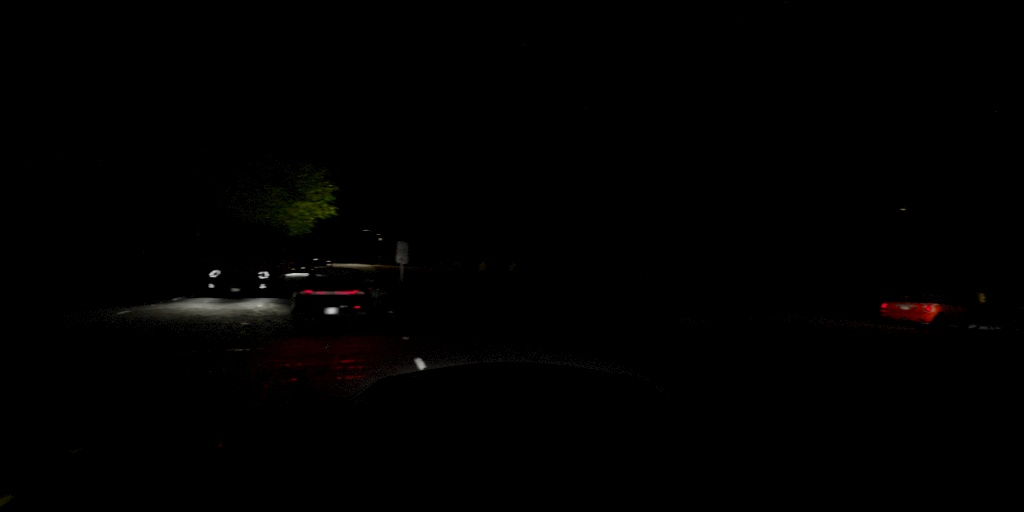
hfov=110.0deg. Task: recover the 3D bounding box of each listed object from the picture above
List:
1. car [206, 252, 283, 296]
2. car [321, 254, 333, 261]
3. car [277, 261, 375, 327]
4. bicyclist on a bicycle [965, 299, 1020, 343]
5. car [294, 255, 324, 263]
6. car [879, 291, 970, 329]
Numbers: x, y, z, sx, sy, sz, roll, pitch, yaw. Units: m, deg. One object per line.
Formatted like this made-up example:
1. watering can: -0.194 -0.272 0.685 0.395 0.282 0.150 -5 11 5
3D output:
1. car: -11.465 0.708 15.842 2.097 1.767 4.553 3 -1 -23
2. car: -25.833 0.583 49.150 2.097 1.767 4.553 3 -1 -23
3. car: -5.265 1.083 10.798 2.128 1.511 4.902 3 -1 -23
4. bicyclist on a bicycle: 19.506 2.566 14.426 0.582 1.620 1.656 4 -1 -24
5. car: -18.774 0.830 32.729 1.994 1.385 4.181 3 -1 -23
6. car: 21.350 2.724 18.555 4.553 1.767 2.097 4 -4 -24
